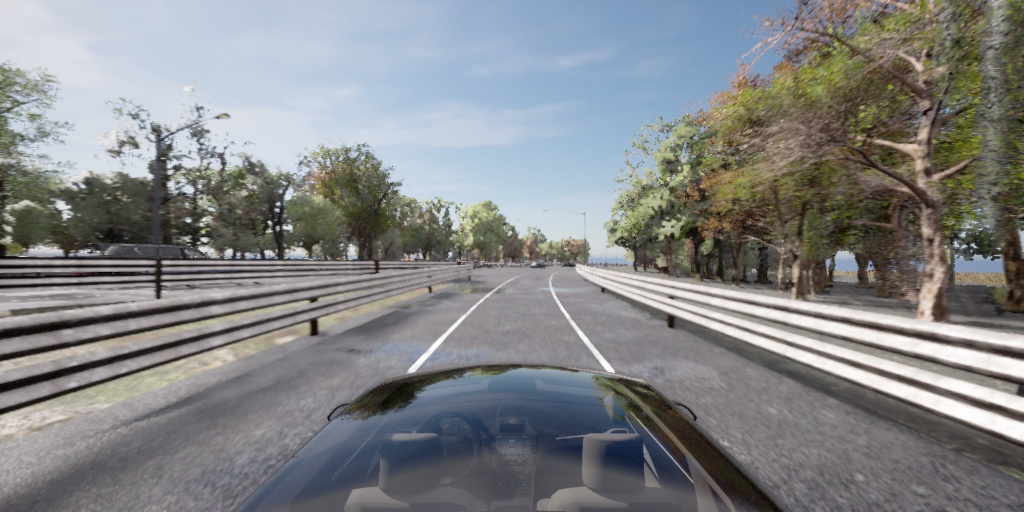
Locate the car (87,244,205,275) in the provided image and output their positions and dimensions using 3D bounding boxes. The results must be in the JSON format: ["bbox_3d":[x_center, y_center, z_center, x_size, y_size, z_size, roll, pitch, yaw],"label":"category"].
[{"bbox_3d":[-18.202,0.461,19.373,2.150,2.045,5.566,0,-1,20],"label":"car"}]

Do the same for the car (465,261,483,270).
[{"bbox_3d":[-6.532,1.580,61.602,1.812,1.442,4.674,0,-1,20],"label":"car"}]

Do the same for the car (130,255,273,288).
[{"bbox_3d":[-14.962,0.810,18.073,2.033,1.411,5.357,0,-1,20],"label":"car"}]

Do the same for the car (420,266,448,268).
[{"bbox_3d":[-9.382,1.291,43.440,1.994,1.385,4.181,0,-1,20],"label":"car"}]

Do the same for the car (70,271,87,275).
[{"bbox_3d":[-21.510,0.576,20.524,2.097,1.767,4.553,0,-1,20],"label":"car"}]
